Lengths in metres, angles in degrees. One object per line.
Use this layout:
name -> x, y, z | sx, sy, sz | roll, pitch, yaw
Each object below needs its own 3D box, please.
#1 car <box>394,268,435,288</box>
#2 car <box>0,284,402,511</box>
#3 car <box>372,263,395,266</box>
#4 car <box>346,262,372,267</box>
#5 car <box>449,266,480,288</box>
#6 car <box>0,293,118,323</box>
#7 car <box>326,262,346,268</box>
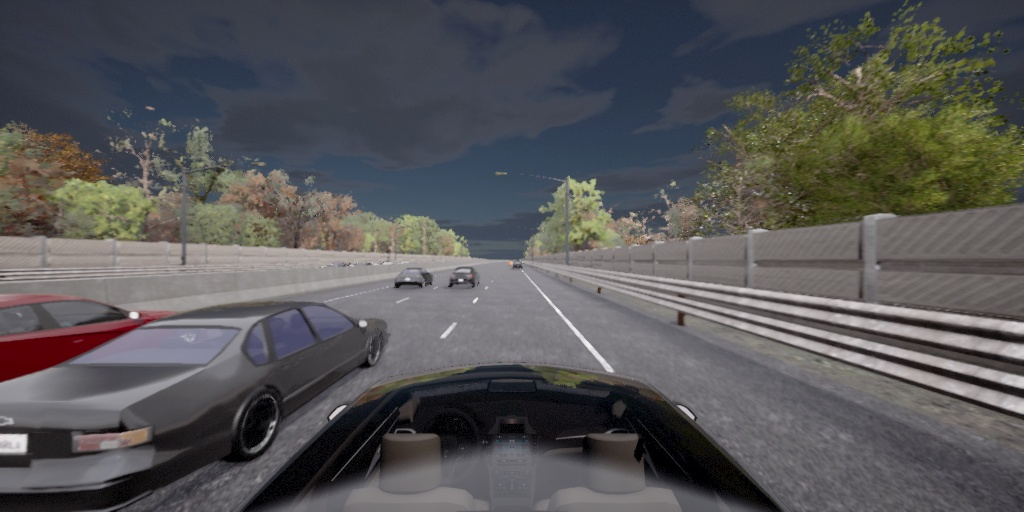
car -> -6.897, 1.515, 25.700 | 1.994, 1.385, 4.181 | 0, 0, 0
car -> -3.399, 1.324, 4.918 | 2.033, 1.411, 5.357 | 0, 0, 0
car -> -17.546, 1.687, 50.641 | 1.812, 1.442, 4.674 | 0, 0, 0
car -> -21.052, 1.668, 50.802 | 1.837, 1.490, 4.892 | 0, 0, 0
car -> -3.397, 1.480, 26.104 | 1.812, 1.442, 4.674 | 0, 0, 0
car -> -6.901, 1.255, 5.012 | 1.882, 1.535, 5.008 | 0, 0, 0
car -> -24.542, 1.654, 50.810 | 2.128, 1.511, 4.902 | 0, 0, 1
